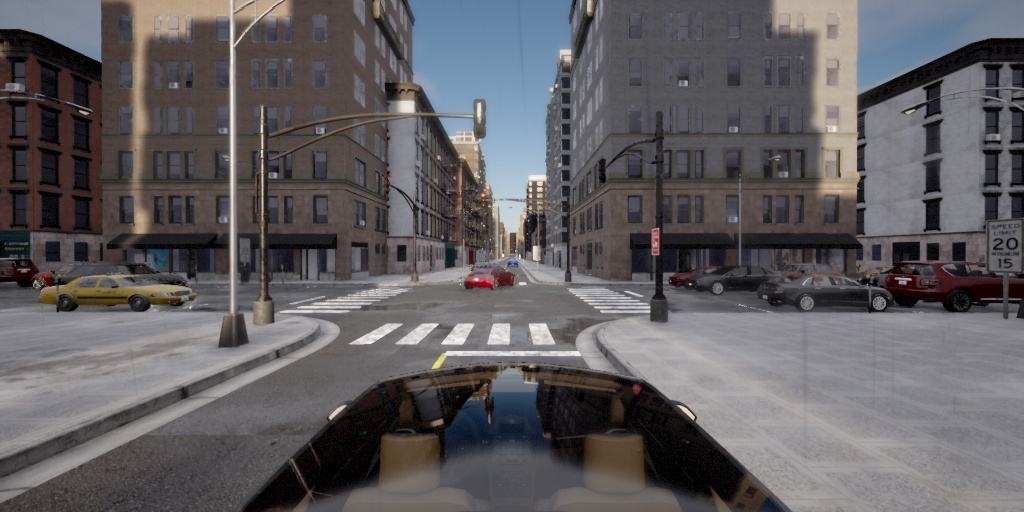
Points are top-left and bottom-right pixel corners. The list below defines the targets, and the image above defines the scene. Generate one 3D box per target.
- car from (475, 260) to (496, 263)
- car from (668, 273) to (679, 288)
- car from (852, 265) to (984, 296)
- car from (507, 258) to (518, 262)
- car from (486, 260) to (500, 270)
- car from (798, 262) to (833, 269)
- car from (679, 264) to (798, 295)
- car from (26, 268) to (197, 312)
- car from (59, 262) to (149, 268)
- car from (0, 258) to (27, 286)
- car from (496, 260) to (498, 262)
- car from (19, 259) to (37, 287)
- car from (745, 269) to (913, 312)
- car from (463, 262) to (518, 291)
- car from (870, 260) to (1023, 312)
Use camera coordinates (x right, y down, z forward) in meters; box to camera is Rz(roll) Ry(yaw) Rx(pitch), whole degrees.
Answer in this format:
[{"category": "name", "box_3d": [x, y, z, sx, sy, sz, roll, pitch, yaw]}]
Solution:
[{"category": "car", "box_3d": [-2.779, 1.260, 33.003, 1.837, 1.490, 4.892, 0, 0, 0]}, {"category": "car", "box_3d": [11.816, 1.281, 21.631, 4.507, 1.381, 1.888, 0, 0, 0]}, {"category": "car", "box_3d": [21.400, 1.256, 19.061, 4.892, 1.490, 1.837, 0, 0, 0]}, {"category": "car", "box_3d": [0.141, 1.247, 63.113, 1.882, 1.535, 5.008, 0, 0, 0]}, {"category": "car", "box_3d": [-2.728, 1.289, 52.702, 1.812, 1.442, 4.674, 0, 0, 1]}, {"category": "car", "box_3d": [17.225, 1.177, 21.614, 4.097, 1.591, 1.967, 0, 0, 0]}, {"category": "car", "box_3d": [11.918, 1.253, 19.088, 4.892, 1.490, 1.837, 0, 0, 0]}, {"category": "car", "box_3d": [-14.885, 1.294, 13.690, 4.829, 1.417, 1.751, 0, 0, 0]}, {"category": "car", "box_3d": [-17.497, 1.107, 16.232, 4.553, 1.767, 2.097, 0, 0, 0]}, {"category": "car", "box_3d": [-32.015, 1.041, 21.769, 5.009, 1.841, 2.192, 0, 0, 0]}, {"category": "car", "box_3d": [-2.756, 1.306, 42.800, 2.033, 1.411, 5.357, 0, 0, 0]}, {"category": "car", "box_3d": [-26.353, 1.167, 21.751, 4.097, 1.591, 1.967, 0, 0, 0]}, {"category": "car", "box_3d": [11.790, 1.325, 13.606, 4.403, 1.370, 2.007, 0, 0, 0]}, {"category": "car", "box_3d": [-1.281, 1.310, 22.241, 1.994, 1.385, 4.181, 0, 0, 23]}, {"category": "car", "box_3d": [17.199, 1.091, 13.589, 5.009, 1.841, 2.192, 0, 0, 0]}]
